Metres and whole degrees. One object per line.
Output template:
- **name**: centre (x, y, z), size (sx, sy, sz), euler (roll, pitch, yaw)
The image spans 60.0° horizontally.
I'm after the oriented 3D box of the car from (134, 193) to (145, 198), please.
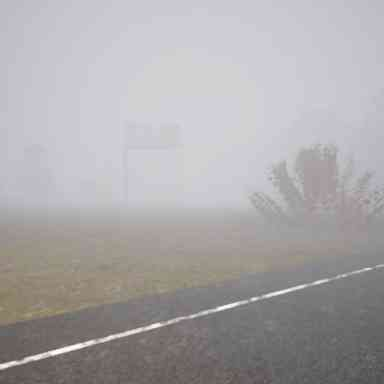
- **car**: centre (-14.612, 0.967, 91.880), size (2.128, 1.511, 4.902), euler (0, 0, -27)
